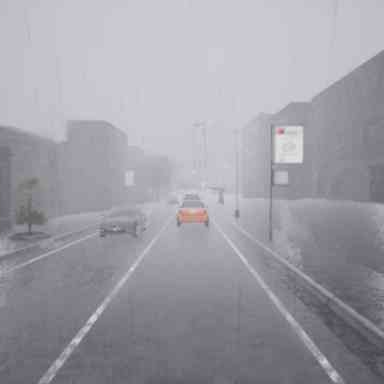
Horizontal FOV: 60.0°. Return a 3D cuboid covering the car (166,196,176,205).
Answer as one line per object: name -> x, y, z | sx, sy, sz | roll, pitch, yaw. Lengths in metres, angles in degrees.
car -> -3.447, 1.459, 60.001 | 2.097, 1.767, 4.553 | 0, 0, 1

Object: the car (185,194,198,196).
car -> -0.047, 1.267, 42.888 | 2.150, 2.045, 5.566 | 0, 0, 0

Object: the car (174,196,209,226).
car -> 0.048, 1.354, 23.557 | 2.097, 1.767, 4.553 | 0, 0, 0

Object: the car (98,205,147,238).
car -> -3.563, 1.501, 17.787 | 1.837, 1.490, 4.892 | 0, 0, 0
